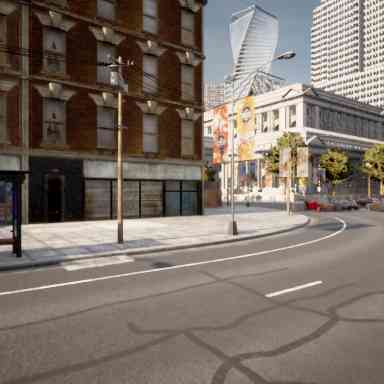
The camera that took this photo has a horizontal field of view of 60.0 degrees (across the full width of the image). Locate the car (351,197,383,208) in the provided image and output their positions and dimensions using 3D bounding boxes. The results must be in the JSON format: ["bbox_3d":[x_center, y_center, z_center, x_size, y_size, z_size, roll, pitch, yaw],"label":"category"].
[{"bbox_3d":[26.433,1.520,50.039,2.002,1.452,4.674,0,0,-16],"label":"car"}]

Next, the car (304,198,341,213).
[{"bbox_3d":[14.476,1.477,37.791,1.882,1.535,5.008,0,0,-4],"label":"car"}]

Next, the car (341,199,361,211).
[{"bbox_3d":[17.865,1.547,40.070,2.033,1.411,5.357,0,0,-5],"label":"car"}]

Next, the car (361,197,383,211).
[{"bbox_3d":[21.713,1.548,37.271,2.033,1.411,5.357,0,0,-2],"label":"car"}]
